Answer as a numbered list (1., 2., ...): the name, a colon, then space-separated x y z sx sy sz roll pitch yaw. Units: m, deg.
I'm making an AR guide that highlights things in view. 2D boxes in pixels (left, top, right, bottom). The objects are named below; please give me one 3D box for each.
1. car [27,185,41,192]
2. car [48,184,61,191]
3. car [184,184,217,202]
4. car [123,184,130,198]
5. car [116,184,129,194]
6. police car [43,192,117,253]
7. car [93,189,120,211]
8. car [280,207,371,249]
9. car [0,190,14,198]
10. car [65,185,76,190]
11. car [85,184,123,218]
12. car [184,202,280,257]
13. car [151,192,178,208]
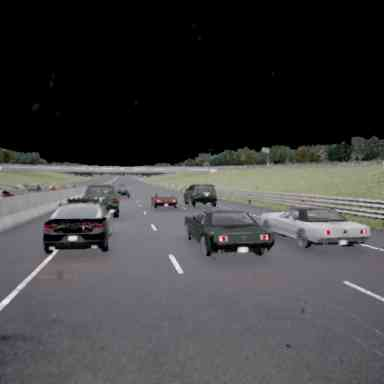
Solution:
1. car: -32.028 -0.761 67.571 1.994 1.385 4.181 0 2 -12
2. car: -29.061 -0.945 70.468 1.882 1.535 5.008 0 2 -12
3. car: 0.711 0.254 30.610 2.150 2.045 5.566 0 2 -11
4. car: -9.885 -0.166 47.181 2.097 1.767 4.553 0 2 -11
5. car: -12.648 -0.603 60.474 2.097 1.767 4.553 0 2 -12
6. police car: -3.862 1.018 11.921 1.930 1.638 5.238 0 2 -11
7. car: -6.976 0.569 27.512 1.882 1.535 5.008 0 2 -11
8. car: 4.311 1.214 12.597 1.895 1.301 4.718 0 2 -11
9. car: -17.018 0.521 29.039 1.812 1.442 4.674 0 2 -12
10. car: -25.179 -0.802 69.019 1.812 1.442 4.674 0 2 -12
11. car: -5.799 0.501 21.648 2.150 2.045 5.566 0 2 -11
12. car: 0.985 1.236 11.376 1.895 1.301 4.718 0 2 -11
13. car: -2.504 0.672 28.852 1.895 1.301 4.718 0 2 -11
